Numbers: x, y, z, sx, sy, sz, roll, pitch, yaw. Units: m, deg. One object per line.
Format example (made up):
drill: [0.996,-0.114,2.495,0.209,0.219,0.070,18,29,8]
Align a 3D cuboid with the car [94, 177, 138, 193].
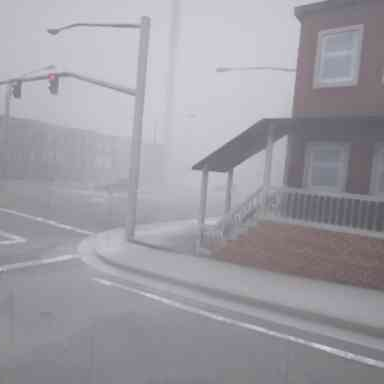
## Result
car: [-7.579,-0.727,33.678,1.837,1.490,4.892,7,4,35]

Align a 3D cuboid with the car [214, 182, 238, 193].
car: [5.329,-0.704,51.498,1.837,1.490,4.892,7,4,36]
